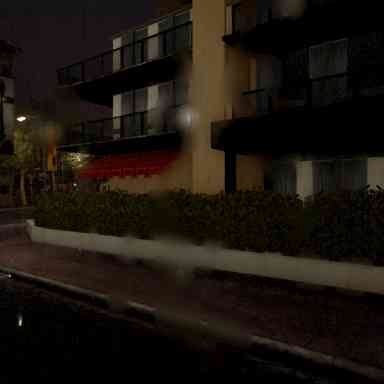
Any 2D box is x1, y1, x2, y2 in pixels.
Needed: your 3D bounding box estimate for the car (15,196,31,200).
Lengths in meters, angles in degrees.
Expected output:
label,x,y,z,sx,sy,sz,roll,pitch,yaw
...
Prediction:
label,x,y,z,sx,sy,sz,roll,pitch,yaw
car,-35.696,1.481,67.692,4.892,1.521,2.231,0,0,36
